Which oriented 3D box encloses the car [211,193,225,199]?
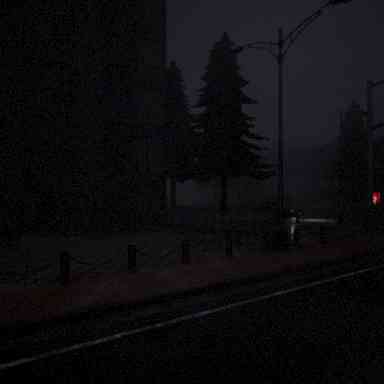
[{"bbox_3d":[7.394,1.091,94.536,1.905,1.878,3.866,0,0,-37],"label":"car"}]

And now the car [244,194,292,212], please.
[{"bbox_3d":[8.054,1.236,35.043,2.150,2.045,5.566,0,0,-37],"label":"car"}]

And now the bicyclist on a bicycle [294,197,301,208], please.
[{"bbox_3d":[11.559,1.315,36.665,1.656,1.620,0.582,0,0,-37],"label":"bicyclist on a bicycle"}]

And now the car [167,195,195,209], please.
[{"bbox_3d":[-2.224,1.492,42.566,1.882,1.535,5.008,0,0,-37],"label":"car"}]

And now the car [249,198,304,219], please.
[{"bbox_3d":[7.616,1.541,29.505,1.812,1.442,4.674,0,0,-38],"label":"car"}]

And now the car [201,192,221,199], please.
[{"bbox_3d":[5.304,1.112,92.476,1.932,1.855,4.605,0,0,-37],"label":"car"}]
